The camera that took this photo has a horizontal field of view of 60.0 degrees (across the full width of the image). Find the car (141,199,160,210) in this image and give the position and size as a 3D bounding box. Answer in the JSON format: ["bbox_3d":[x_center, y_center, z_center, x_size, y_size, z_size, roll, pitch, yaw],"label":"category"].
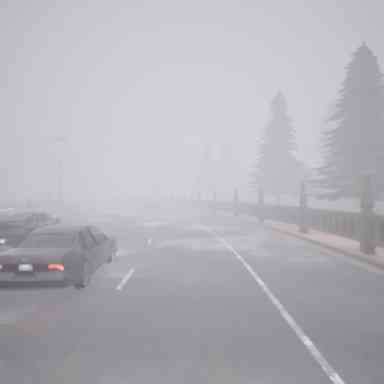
[{"bbox_3d":[-6.081,1.791,48.018,1.882,1.535,5.008,0,0,-21],"label":"car"}]

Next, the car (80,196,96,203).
[{"bbox_3d":[-24.224,1.708,77.369,2.097,1.767,4.553,0,0,-41],"label":"car"}]

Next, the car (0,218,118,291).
[{"bbox_3d":[-3.462,1.609,9.307,2.033,1.411,5.357,0,0,-1],"label":"car"}]

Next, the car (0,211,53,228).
[{"bbox_3d":[-7.238,1.603,14.871,1.837,1.490,4.892,0,0,-4],"label":"car"}]

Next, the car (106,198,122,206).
[{"bbox_3d":[-15.043,1.922,64.042,1.837,1.490,4.892,0,0,-32],"label":"car"}]
